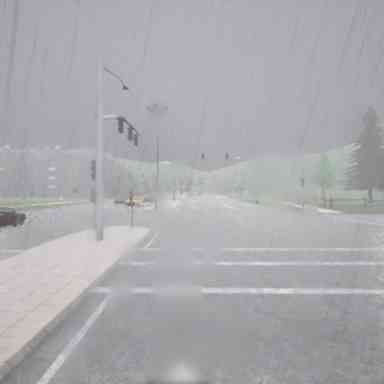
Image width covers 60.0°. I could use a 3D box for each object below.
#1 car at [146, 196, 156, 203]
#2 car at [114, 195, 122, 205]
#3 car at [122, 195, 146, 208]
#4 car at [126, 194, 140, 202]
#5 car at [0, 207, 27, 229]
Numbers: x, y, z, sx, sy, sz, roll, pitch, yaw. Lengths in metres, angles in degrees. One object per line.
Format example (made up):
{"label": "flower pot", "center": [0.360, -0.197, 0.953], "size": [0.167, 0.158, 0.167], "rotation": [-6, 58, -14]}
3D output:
{"label": "car", "center": [-7.968, 1.380, 63.205], "size": [1.994, 1.385, 4.181], "rotation": [0, 0, 0]}
{"label": "car", "center": [-11.514, 1.345, 54.668], "size": [1.837, 1.490, 4.892], "rotation": [0, 0, 0]}
{"label": "car", "center": [-8.039, 1.342, 46.551], "size": [1.882, 1.535, 5.008], "rotation": [0, 0, 0]}
{"label": "car", "center": [-11.452, 1.194, 64.783], "size": [1.994, 1.385, 4.181], "rotation": [0, 0, 0]}
{"label": "car", "center": [-11.486, 1.552, 18.986], "size": [1.895, 1.301, 4.718], "rotation": [0, 0, 0]}
